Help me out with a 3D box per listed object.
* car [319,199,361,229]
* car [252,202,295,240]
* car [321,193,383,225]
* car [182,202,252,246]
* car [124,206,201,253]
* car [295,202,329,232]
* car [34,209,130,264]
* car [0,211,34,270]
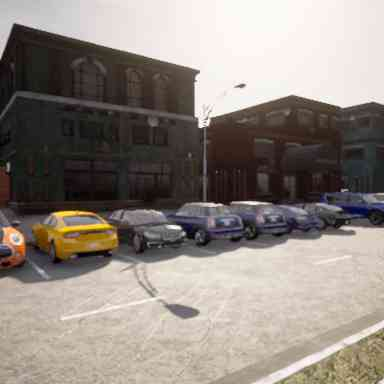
[{"bbox_3d":[6.977,1.364,19.974,2.231,1.521,4.892,0,0,-35],"label":"car"},{"bbox_3d":[2.464,1.262,16.729,2.185,1.767,4.553,0,0,-35],"label":"car"},{"bbox_3d":[11.517,1.092,23.180,2.435,2.045,5.566,0,0,-35],"label":"car"},{"bbox_3d":[0.199,1.275,15.116,2.185,1.767,4.553,0,0,-35],"label":"car"},{"bbox_3d":[-2.084,1.417,13.535,2.231,1.521,4.892,0,0,-35],"label":"car"},{"bbox_3d":[4.712,1.415,18.365,2.002,1.452,4.674,0,0,-35],"label":"car"},{"bbox_3d":[-4.340,1.432,11.916,2.097,1.535,5.008,0,0,-35],"label":"car"},{"bbox_3d":[-6.627,1.323,10.331,2.185,1.767,4.553,0,0,-35],"label":"car"}]
